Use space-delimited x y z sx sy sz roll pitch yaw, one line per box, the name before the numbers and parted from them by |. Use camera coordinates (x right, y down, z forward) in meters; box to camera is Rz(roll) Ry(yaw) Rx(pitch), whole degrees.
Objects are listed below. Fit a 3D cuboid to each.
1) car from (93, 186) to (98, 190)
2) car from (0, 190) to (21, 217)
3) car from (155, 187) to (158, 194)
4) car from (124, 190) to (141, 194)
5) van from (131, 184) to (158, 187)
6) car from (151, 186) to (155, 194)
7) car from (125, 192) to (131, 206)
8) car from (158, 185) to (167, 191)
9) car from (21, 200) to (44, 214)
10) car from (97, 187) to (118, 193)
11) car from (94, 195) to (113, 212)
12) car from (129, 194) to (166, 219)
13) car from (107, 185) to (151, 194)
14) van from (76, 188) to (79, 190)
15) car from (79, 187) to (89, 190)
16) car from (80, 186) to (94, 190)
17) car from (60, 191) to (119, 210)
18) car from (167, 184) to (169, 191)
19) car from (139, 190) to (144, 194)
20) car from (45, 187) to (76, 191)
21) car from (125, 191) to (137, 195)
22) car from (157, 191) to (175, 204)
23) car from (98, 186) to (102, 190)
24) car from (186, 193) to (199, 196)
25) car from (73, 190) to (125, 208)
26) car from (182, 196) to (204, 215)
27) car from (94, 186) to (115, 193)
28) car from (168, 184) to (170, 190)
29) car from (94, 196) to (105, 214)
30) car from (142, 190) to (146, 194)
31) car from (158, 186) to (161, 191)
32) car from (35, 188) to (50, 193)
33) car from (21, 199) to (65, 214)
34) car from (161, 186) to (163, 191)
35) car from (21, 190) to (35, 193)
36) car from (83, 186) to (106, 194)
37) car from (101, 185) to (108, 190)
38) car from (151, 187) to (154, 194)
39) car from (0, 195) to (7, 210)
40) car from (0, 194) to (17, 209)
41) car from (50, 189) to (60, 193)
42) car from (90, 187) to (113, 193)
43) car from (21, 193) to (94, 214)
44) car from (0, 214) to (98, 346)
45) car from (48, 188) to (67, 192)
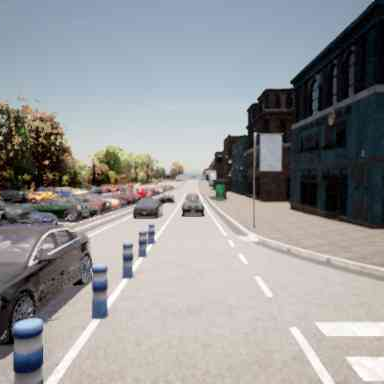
car | -22.550 0.052 68.413 4.892 1.521 2.231 0 2 1
car | -9.992 1.027 12.632 5.566 2.045 2.435 0 0 1
car | -9.520 0.253 62.762 4.892 1.521 2.231 0 2 1
car | -9.684 0.914 43.285 5.008 1.535 2.097 0 2 1
van | -9.606 -0.071 65.537 4.442 1.987 1.878 0 2 1
car | -9.509 0.228 59.851 4.553 1.767 2.185 0 2 1
car | -9.742 1.099 37.710 4.674 1.452 2.002 0 2 1
car | -9.204 -0.243 76.668 5.366 1.575 1.946 0 2 1
car | -9.933 1.294 15.419 4.892 1.521 2.231 0 0 1
car | -22.374 -0.648 87.893 5.008 1.535 2.097 0 2 1
car | -9.843 1.242 29.356 4.792 1.488 2.163 0 1 1
car | -3.355 1.194 25.995 1.882 1.535 5.008 0 1 0
car | -9.642 0.389 51.628 5.566 2.045 2.435 0 2 1
van | -22.527 0.215 57.271 4.442 1.987 1.878 0 2 1
car | -22.596 0.287 62.847 4.674 1.452 2.002 0 2 1
car | -22.574 0.149 65.629 5.008 1.535 2.097 0 2 1
car | -9.820 1.045 32.140 4.553 1.767 2.185 0 1 1
car | -9.267 -0.703 90.579 4.674 1.452 2.002 0 2 1
car | -9.635 0.859 46.072 4.792 1.488 2.163 0 2 1
car | -22.640 0.287 54.488 5.566 2.045 2.435 0 2 1
car | -9.708 0.990 40.497 5.008 1.535 2.097 0 1 0
car | -3.329 0.903 45.757 1.895 1.301 4.718 0 2 0
car | -22.547 -0.018 71.195 4.792 1.488 2.163 0 2 1
car | 0.099 0.831 46.943 1.994 1.385 4.181 0 2 0
car | -9.795 0.993 34.920 4.553 1.767 2.185 0 1 1
car | 0.092 1.272 29.273 1.895 1.301 4.718 0 1 0
car | -22.362 -0.672 85.105 4.553 1.767 2.185 0 2 1
car | -9.208 -0.970 93.353 4.553 1.767 2.185 0 2 1
car | -9.810 1.276 26.568 4.792 1.488 2.163 0 1 1
car | -9.636 0.777 48.856 4.674 1.452 2.002 0 2 1
car | -9.470 0.056 68.325 5.008 1.535 2.097 0 2 1
car | -22.776 0.702 46.019 4.553 1.767 2.185 0 2 1
car | -9.885 1.327 18.198 4.792 1.488 2.163 0 0 1
car | -9.434 -0.042 71.106 5.008 1.535 2.097 0 2 1
car | -22.823 0.737 40.438 5.566 2.045 2.435 0 1 1
car | -22.438 -0.371 76.757 4.553 1.767 2.185 0 2 1
car | -22.466 -0.397 73.970 5.566 2.045 2.435 0 2 1
car | -9.750 0.443 57.201 5.366 1.575 1.946 0 2 1
car | -22.660 1.112 34.865 5.366 1.575 1.946 0 1 1
car | -22.825 1.056 37.656 5.008 1.535 2.097 0 1 1
car | -22.715 0.736 48.807 5.008 1.535 2.097 0 2 1
car | -22.413 -0.446 82.328 5.008 1.535 2.097 0 2 1
car | -9.833 1.147 23.779 4.553 1.767 2.185 0 0 1
car | -3.351 1.423 6.293 2.128 1.511 4.902 0 1 0
car | -22.879 0.632 51.715 5.366 1.575 1.946 0 2 1
